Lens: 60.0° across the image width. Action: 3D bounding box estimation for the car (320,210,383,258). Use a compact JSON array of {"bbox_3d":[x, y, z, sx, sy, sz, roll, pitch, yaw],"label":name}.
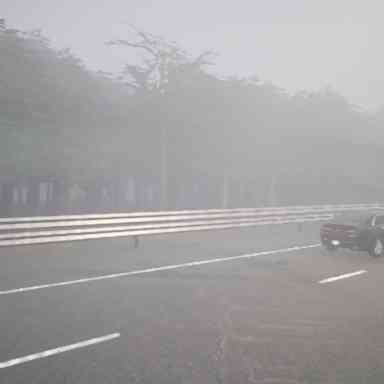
[{"bbox_3d":[6.940,1.474,12.755,4.892,1.490,1.837,0,0,-33],"label":"car"}]
